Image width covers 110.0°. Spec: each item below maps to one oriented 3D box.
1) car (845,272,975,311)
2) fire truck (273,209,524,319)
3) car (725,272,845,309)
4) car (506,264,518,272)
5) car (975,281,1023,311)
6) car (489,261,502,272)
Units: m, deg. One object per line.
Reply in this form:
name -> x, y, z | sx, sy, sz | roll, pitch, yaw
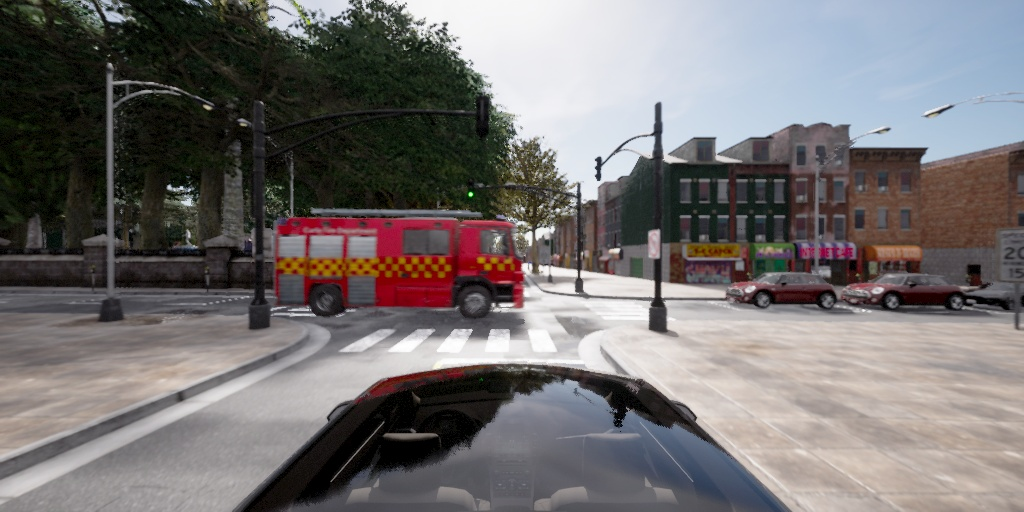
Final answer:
car -> 17.251, 1.502, 16.013 | 4.097, 1.591, 1.967 | 0, 0, 0
fire truck -> -3.790, 0.187, 13.346 | 8.468, 3.827, 2.891 | 1, 0, 0
car -> 11.817, 1.441, 16.011 | 4.097, 1.591, 1.967 | 0, 0, 0
car -> -0.031, 1.888, 57.065 | 1.895, 1.301, 4.718 | 0, -1, 0
car -> 22.685, 1.690, 16.015 | 4.313, 1.339, 1.948 | 0, 0, 0
car -> -2.785, 1.766, 62.484 | 2.097, 1.767, 4.553 | 0, -1, 0
